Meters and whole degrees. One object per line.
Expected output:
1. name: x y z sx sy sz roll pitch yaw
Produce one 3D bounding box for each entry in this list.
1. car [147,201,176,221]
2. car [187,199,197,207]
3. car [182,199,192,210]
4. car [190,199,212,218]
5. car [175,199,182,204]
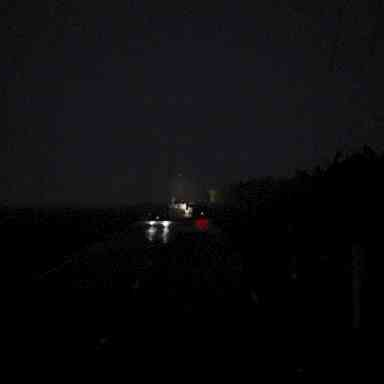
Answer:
1. car: -2.856 1.785 30.275 2.033 1.411 5.357 0 0 0
2. car: -0.013 2.014 61.681 1.812 1.442 4.674 0 0 0
3. car: -0.011 1.894 50.892 2.128 1.511 4.902 0 0 0
4. car: 0.955 1.768 33.328 1.837 1.490 4.892 0 0 0
5. car: -2.765 2.110 71.650 1.994 1.385 4.181 0 0 0
